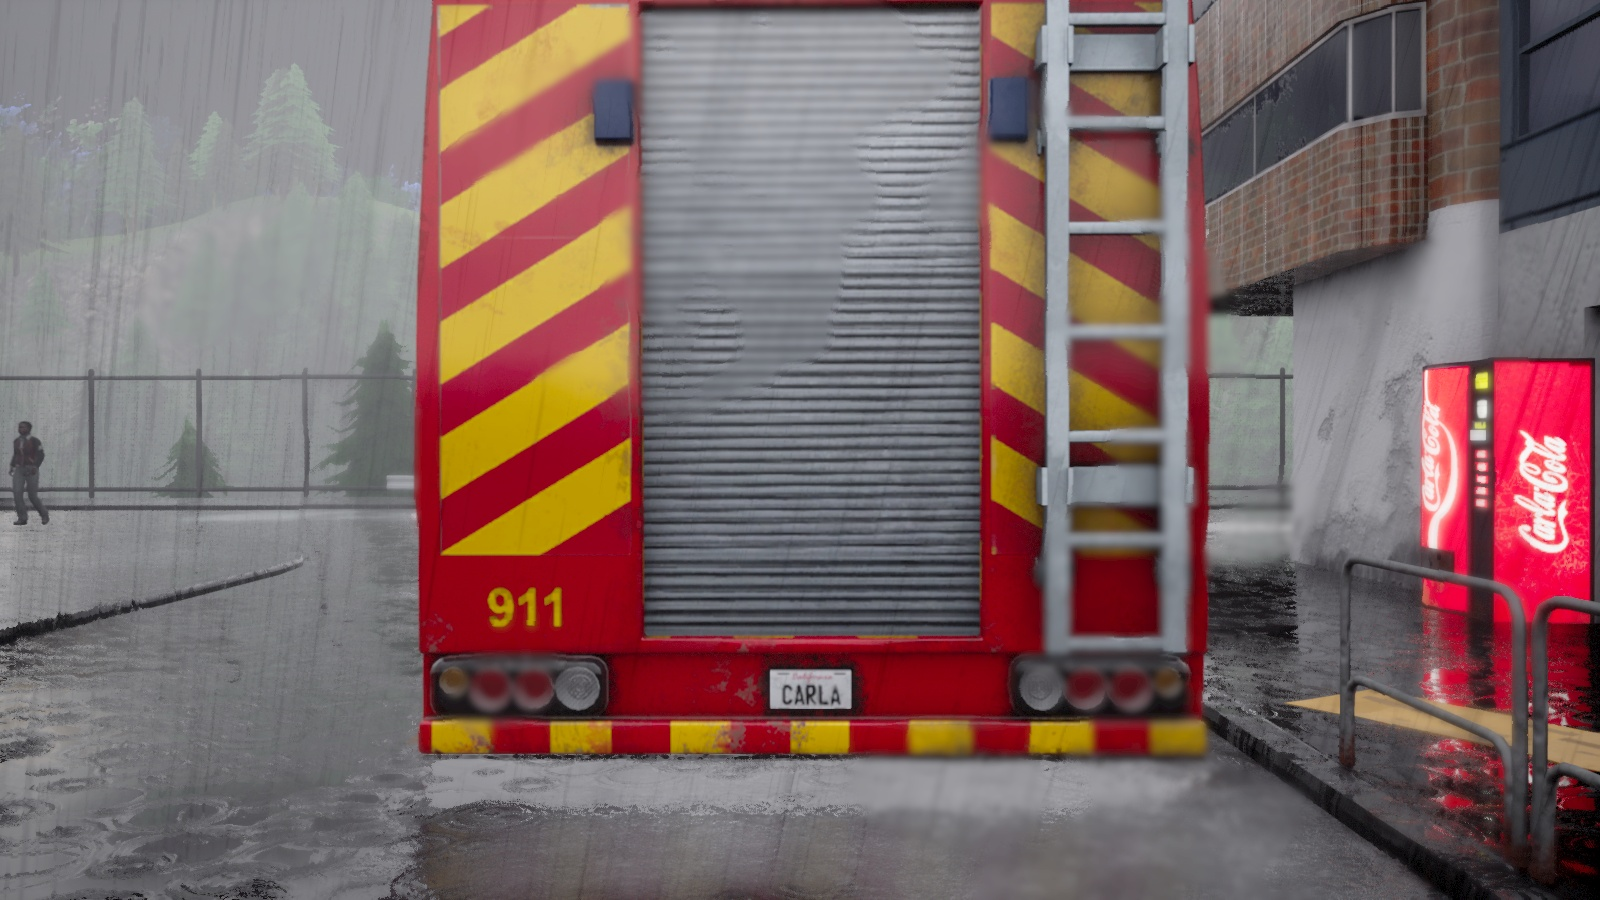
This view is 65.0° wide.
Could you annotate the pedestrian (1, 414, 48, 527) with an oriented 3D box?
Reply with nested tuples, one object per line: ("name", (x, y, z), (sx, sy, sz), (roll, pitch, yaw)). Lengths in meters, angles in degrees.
("pedestrian", (-13.478, 0.345, 21.843), (0.402, 1.930, 0.666), (0, 0, 0))

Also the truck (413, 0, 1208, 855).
("truck", (0.084, -0.467, 8.807), (2.891, 3.827, 8.468), (0, 0, 1))
